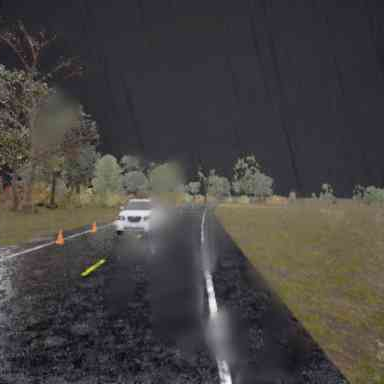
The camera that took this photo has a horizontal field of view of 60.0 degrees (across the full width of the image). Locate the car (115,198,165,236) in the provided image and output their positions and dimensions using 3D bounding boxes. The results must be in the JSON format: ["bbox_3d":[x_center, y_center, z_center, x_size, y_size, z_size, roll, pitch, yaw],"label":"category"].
[{"bbox_3d":[-2.907,1.403,19.911,2.150,2.045,5.566,0,-1,2],"label":"car"}]

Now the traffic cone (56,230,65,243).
[{"bbox_3d":[-6.087,2.056,15.385,0.340,0.580,0.340,1,-1,1],"label":"traffic cone"}]

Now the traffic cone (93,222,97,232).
[{"bbox_3d":[-5.968,2.114,20.403,0.340,0.580,0.340,1,-1,2],"label":"traffic cone"}]
